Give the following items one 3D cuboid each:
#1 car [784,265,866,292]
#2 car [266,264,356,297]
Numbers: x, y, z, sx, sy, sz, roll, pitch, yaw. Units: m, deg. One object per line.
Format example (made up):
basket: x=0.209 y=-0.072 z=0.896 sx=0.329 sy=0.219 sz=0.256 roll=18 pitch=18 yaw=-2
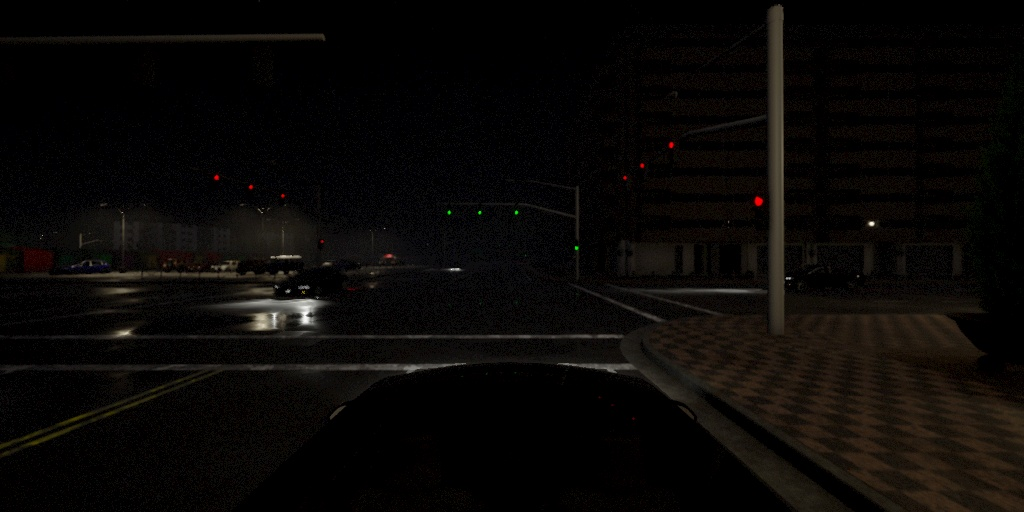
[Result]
car: x=17.866 y=1.294 z=21.170 sx=4.902 sy=1.511 sz=2.128 roll=0 pitch=0 yaw=0
car: x=-10.558 y=1.412 z=19.320 sx=1.837 sy=1.490 sz=4.892 roll=0 pitch=0 yaw=0
